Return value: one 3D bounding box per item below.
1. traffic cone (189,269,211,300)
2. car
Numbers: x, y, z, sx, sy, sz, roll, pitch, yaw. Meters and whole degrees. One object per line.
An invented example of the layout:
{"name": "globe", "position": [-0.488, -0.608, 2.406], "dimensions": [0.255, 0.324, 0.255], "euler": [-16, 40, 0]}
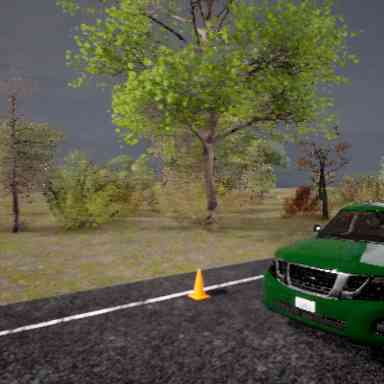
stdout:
{"name": "traffic cone", "position": [0.162, 1.940, 7.116], "dimensions": [0.340, 0.580, 0.340], "euler": [0, 0, -36]}
{"name": "car", "position": [3.817, 1.196, 6.221], "dimensions": [5.566, 2.045, 2.150], "euler": [0, 0, -35]}
